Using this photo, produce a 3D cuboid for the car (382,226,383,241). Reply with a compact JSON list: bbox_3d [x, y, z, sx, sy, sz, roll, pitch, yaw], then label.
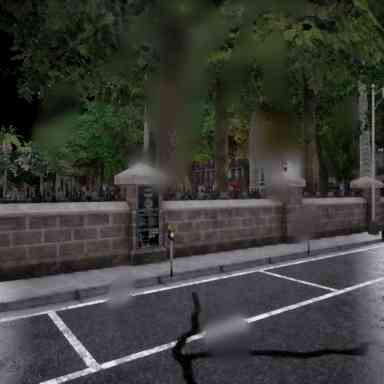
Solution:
[{"bbox_3d":[9.742,1.310,13.489,5.009,1.841,2.192,0,0,-36],"label":"car"}]
